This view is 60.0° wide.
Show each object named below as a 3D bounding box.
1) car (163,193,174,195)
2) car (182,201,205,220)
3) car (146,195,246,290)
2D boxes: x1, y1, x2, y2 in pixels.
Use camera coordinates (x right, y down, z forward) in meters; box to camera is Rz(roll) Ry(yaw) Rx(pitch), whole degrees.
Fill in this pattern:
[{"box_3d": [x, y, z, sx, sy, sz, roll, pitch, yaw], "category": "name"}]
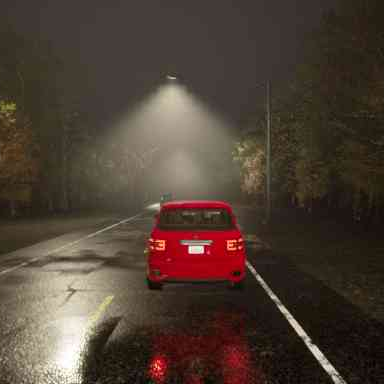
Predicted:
[{"box_3d": [-3.561, 1.237, 49.839, 2.150, 2.045, 5.566, 0, 0, 0], "category": "car"}, {"box_3d": [0.090, 1.542, 28.964, 1.812, 1.442, 4.674, 0, 0, 0], "category": "car"}, {"box_3d": [0.092, 1.227, 9.203, 2.150, 2.045, 5.566, 0, 0, 0], "category": "car"}]
